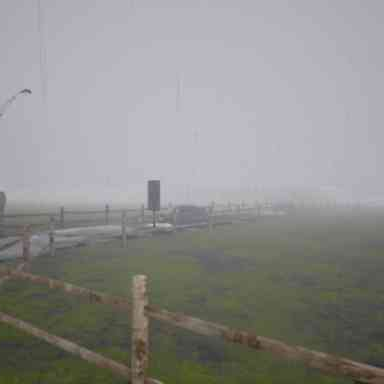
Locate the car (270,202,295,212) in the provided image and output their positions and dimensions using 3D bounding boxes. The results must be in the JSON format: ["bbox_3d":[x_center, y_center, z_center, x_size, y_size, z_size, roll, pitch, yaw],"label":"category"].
[{"bbox_3d":[12.537,1.997,46.132,1.895,1.301,4.718,0,0,36],"label":"car"}]

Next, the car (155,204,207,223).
[{"bbox_3d":[-0.856,1.729,27.648,2.033,1.411,5.357,0,0,36],"label":"car"}]
